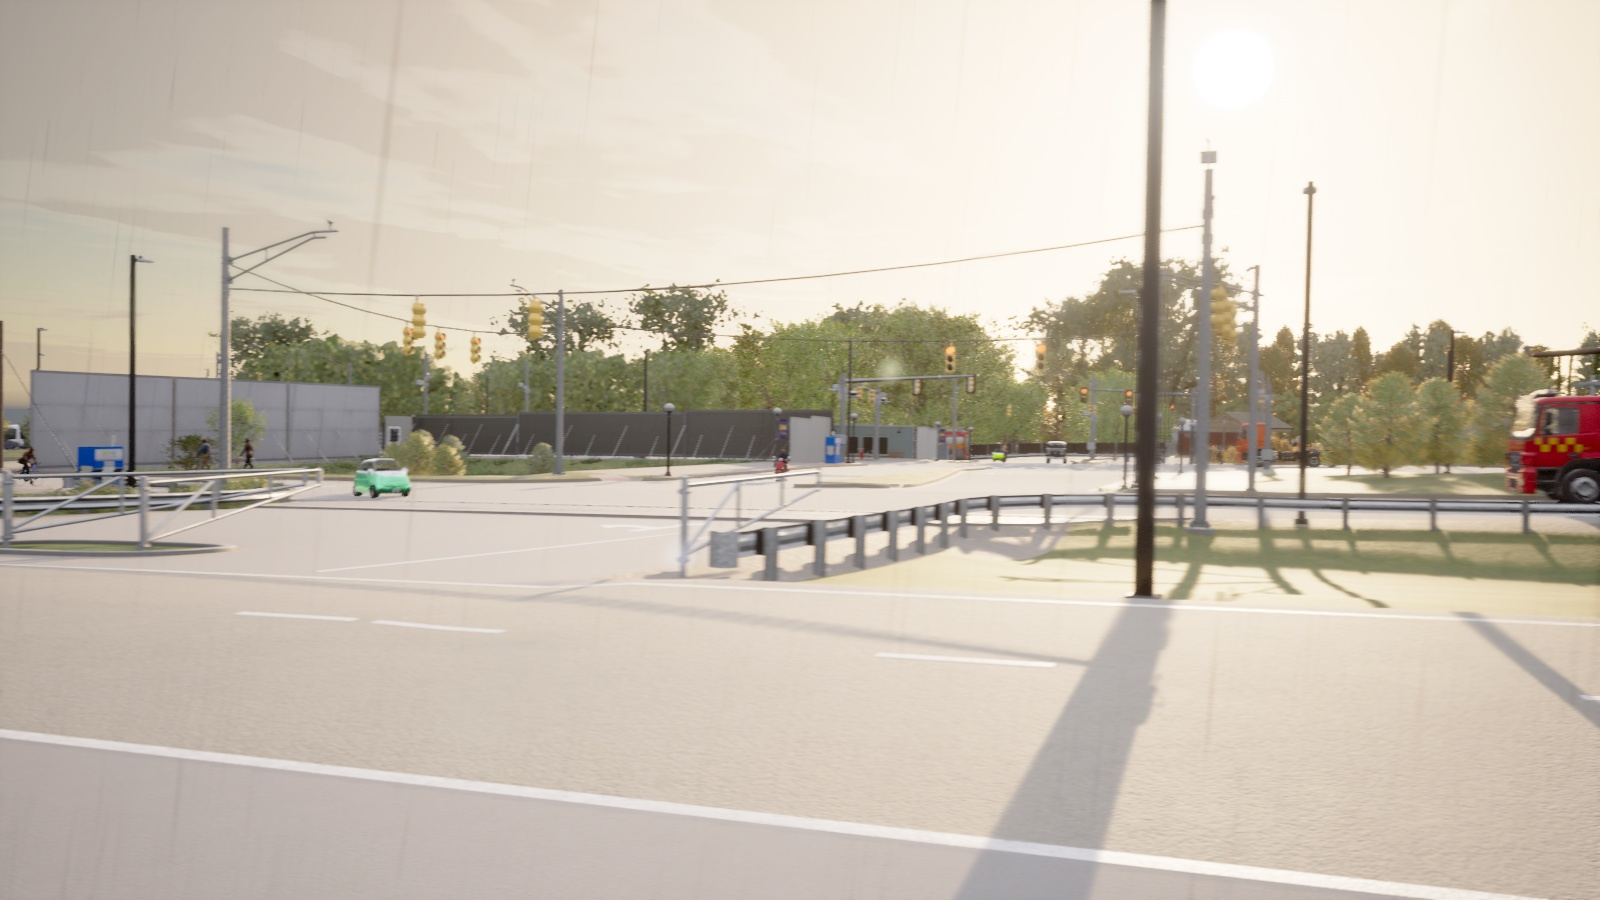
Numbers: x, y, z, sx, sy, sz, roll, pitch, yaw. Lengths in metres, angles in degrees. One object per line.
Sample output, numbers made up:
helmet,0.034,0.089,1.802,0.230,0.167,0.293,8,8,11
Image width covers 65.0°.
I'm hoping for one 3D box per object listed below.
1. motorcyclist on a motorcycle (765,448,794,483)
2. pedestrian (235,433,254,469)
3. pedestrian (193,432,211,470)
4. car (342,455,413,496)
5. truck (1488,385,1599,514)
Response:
motorcyclist on a motorcycle,-0.972,0.722,59.734,0.866,1.590,1.817,1,1,15
pedestrian,-28.288,0.062,63.984,0.869,1.805,0.328,2,1,19
pedestrian,-31.164,0.049,65.440,0.788,1.949,0.423,2,1,19
car,-14.977,0.871,44.465,2.207,1.376,1.481,1,0,42
truck,25.968,-0.023,38.169,8.468,3.827,2.891,0,1,19
